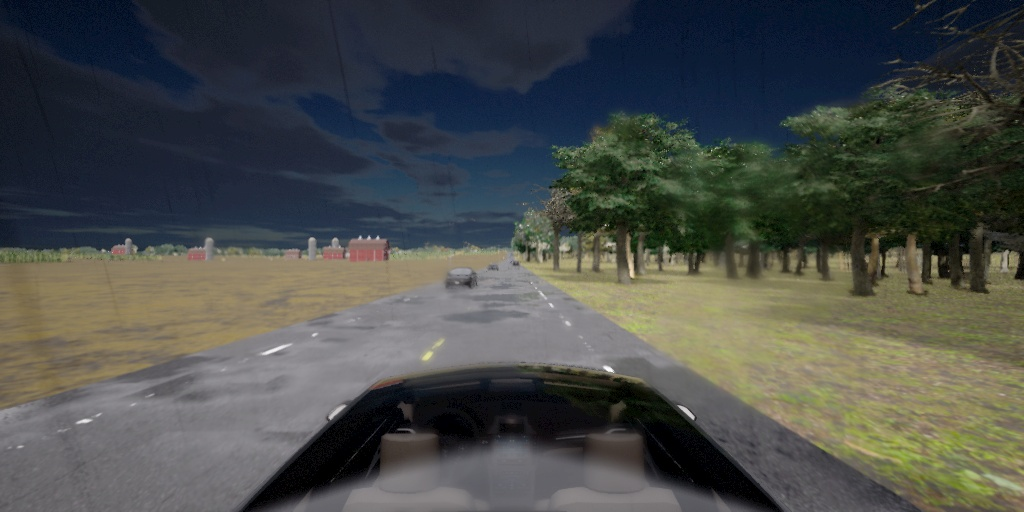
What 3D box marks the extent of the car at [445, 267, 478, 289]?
[{"bbox_3d":[-3.587,1.529,26.054,1.882,1.535,5.008,0,-1,0],"label":"car"}]
